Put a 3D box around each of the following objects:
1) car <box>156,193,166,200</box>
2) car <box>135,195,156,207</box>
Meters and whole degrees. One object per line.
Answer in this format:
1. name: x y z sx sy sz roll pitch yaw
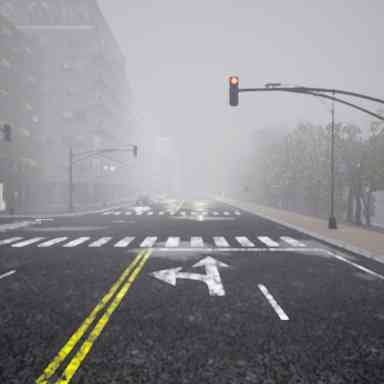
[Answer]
1. car: -6.626 1.021 70.067 1.812 1.442 4.674 0 0 0
2. car: -6.584 1.210 45.403 2.128 1.511 4.902 0 1 0
